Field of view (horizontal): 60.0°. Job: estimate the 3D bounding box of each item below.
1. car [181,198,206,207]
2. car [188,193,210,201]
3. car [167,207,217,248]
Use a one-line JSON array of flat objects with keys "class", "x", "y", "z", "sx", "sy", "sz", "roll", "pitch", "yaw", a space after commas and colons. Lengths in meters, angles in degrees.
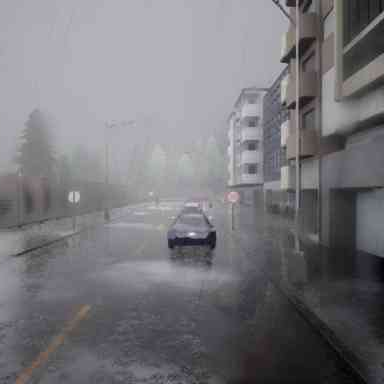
[{"class": "car", "x": 0.000, "y": 1.533, "z": 29.650, "sx": 1.812, "sy": 1.442, "sz": 4.674, "roll": 0, "pitch": 0, "yaw": 0}, {"class": "car", "x": 1.628, "y": 1.224, "z": 79.394, "sx": 5.566, "sy": 2.045, "sz": 2.150, "roll": 0, "pitch": 0, "yaw": -31}, {"class": "car", "x": 0.000, "y": 1.572, "z": 14.650, "sx": 1.994, "sy": 1.385, "sz": 4.181, "roll": 0, "pitch": 0, "yaw": 0}]
